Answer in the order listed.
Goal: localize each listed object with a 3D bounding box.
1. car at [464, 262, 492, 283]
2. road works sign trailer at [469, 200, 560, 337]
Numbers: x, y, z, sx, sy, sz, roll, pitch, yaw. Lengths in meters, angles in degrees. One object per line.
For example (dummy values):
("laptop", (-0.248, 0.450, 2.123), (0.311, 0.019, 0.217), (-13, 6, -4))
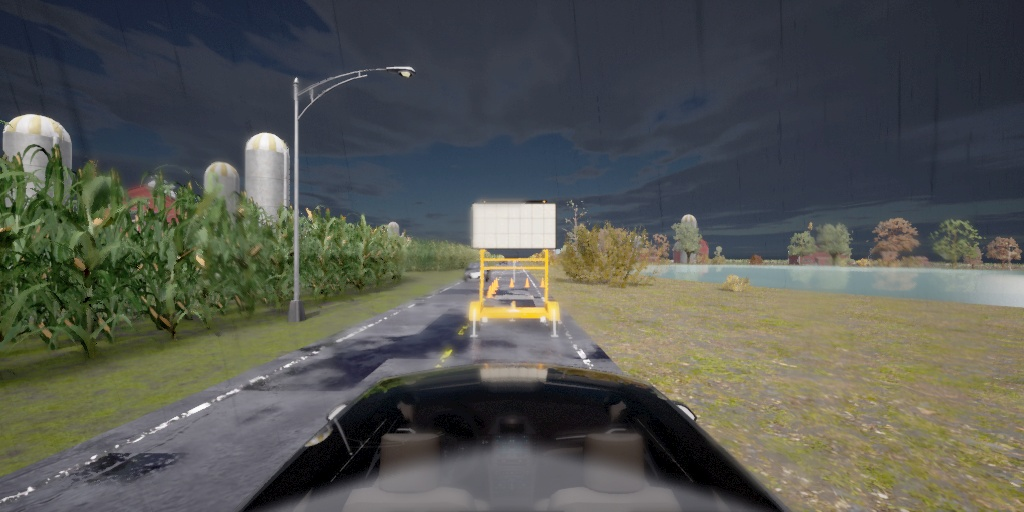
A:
("car", (-2.654, 1.264, 28.421), (2.128, 1.511, 4.902), (0, 0, 0))
("road works sign trailer", (0.068, 0.217, 10.266), (2.380, 3.560, 2.880), (0, 0, 0))
